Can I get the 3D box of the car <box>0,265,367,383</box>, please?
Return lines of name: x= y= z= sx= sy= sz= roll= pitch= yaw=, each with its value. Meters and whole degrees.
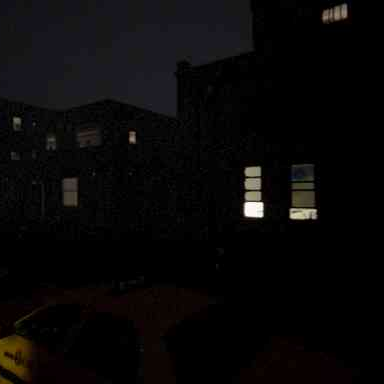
car: x=-0.836 y=1.528 z=3.472 sx=4.829 sy=1.417 sz=1.752 roll=0 pitch=0 yaw=35
